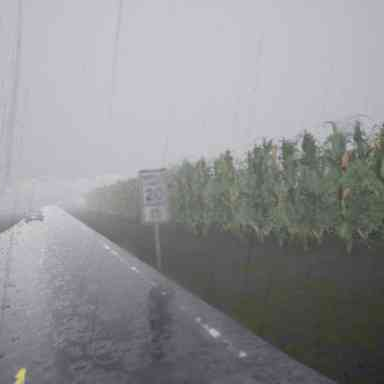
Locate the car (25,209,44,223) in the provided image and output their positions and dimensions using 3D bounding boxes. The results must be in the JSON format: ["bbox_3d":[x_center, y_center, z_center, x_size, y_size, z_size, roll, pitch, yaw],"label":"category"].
[{"bbox_3d":[-18.851,2.838,39.876,2.128,1.511,4.902,-4,0,-23],"label":"car"}]
